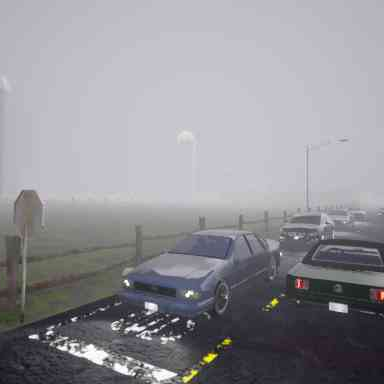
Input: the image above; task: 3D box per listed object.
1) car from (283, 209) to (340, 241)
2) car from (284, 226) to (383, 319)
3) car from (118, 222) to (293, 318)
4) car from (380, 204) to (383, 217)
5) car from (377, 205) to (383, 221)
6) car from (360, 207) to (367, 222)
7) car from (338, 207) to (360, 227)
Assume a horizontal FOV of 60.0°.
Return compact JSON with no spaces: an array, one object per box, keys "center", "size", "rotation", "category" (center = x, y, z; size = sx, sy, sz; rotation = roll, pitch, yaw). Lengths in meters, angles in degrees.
[{"center":[5.790,1.777,16.419],"size":[1.837,1.490,4.892],"rotation":[0,-1,32],"category":"car"},{"center":[3.674,1.723,7.573],"size":[1.895,1.301,4.718],"rotation":[0,-1,32],"category":"car"},{"center":[0.668,1.660,8.116],"size":[2.033,1.411,5.357],"rotation":[0,-1,31],"category":"car"},{"center":[24.905,2.289,41.951],"size":[1.837,1.490,4.892],"rotation":[0,-1,32],"category":"car"},{"center":[19.633,2.164,33.327],"size":[2.033,1.411,5.357],"rotation":[0,-1,32],"category":"car"},{"center":[16.243,2.159,33.262],"size":[1.994,1.385,4.181],"rotation":[0,-1,32],"category":"car"},{"center":[10.931,1.979,24.735],"size":[2.033,1.411,5.357],"rotation":[0,-1,31],"category":"car"}]
